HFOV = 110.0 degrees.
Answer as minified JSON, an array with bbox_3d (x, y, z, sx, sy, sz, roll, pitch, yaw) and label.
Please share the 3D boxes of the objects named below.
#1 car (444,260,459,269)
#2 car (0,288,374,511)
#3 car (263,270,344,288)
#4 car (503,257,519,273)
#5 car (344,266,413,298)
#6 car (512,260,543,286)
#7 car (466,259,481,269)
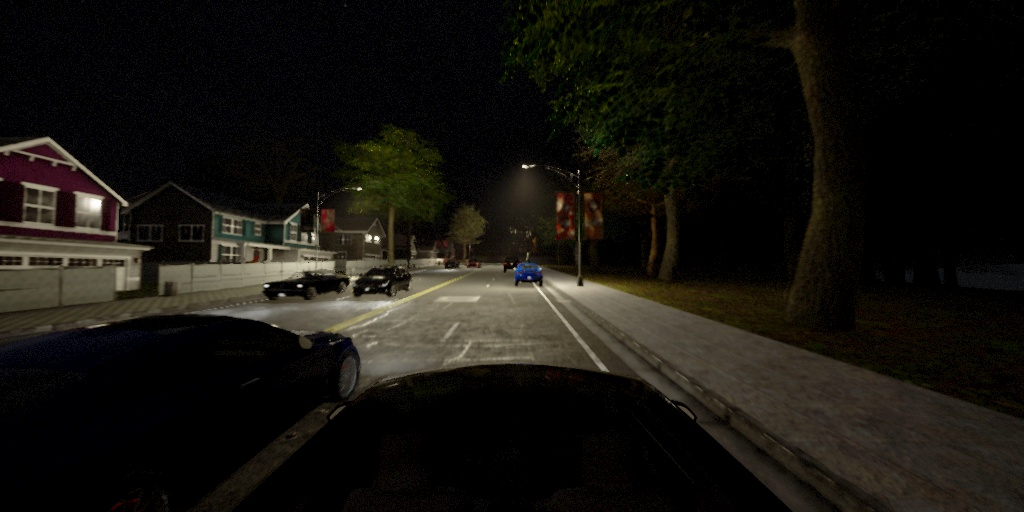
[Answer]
[{"bbox_3d":[-9.822,1.391,58.804,2.128,1.511,4.902,0,0,1],"label":"car"},{"bbox_3d":[-3.149,1.277,3.393,1.812,1.442,4.674,0,0,0],"label":"car"},{"bbox_3d":[-9.856,1.369,17.580,1.895,1.301,4.718,0,0,0],"label":"car"},{"bbox_3d":[-0.003,1.079,46.993,2.150,2.045,5.566,0,0,0],"label":"car"},{"bbox_3d":[-6.606,1.276,18.752,1.837,1.490,4.892,0,0,0],"label":"car"},{"bbox_3d":[1.127,1.266,25.747,1.882,1.535,5.008,0,0,0],"label":"car"},{"bbox_3d":[-6.553,1.263,61.400,2.097,1.767,4.553,0,0,0],"label":"car"}]
